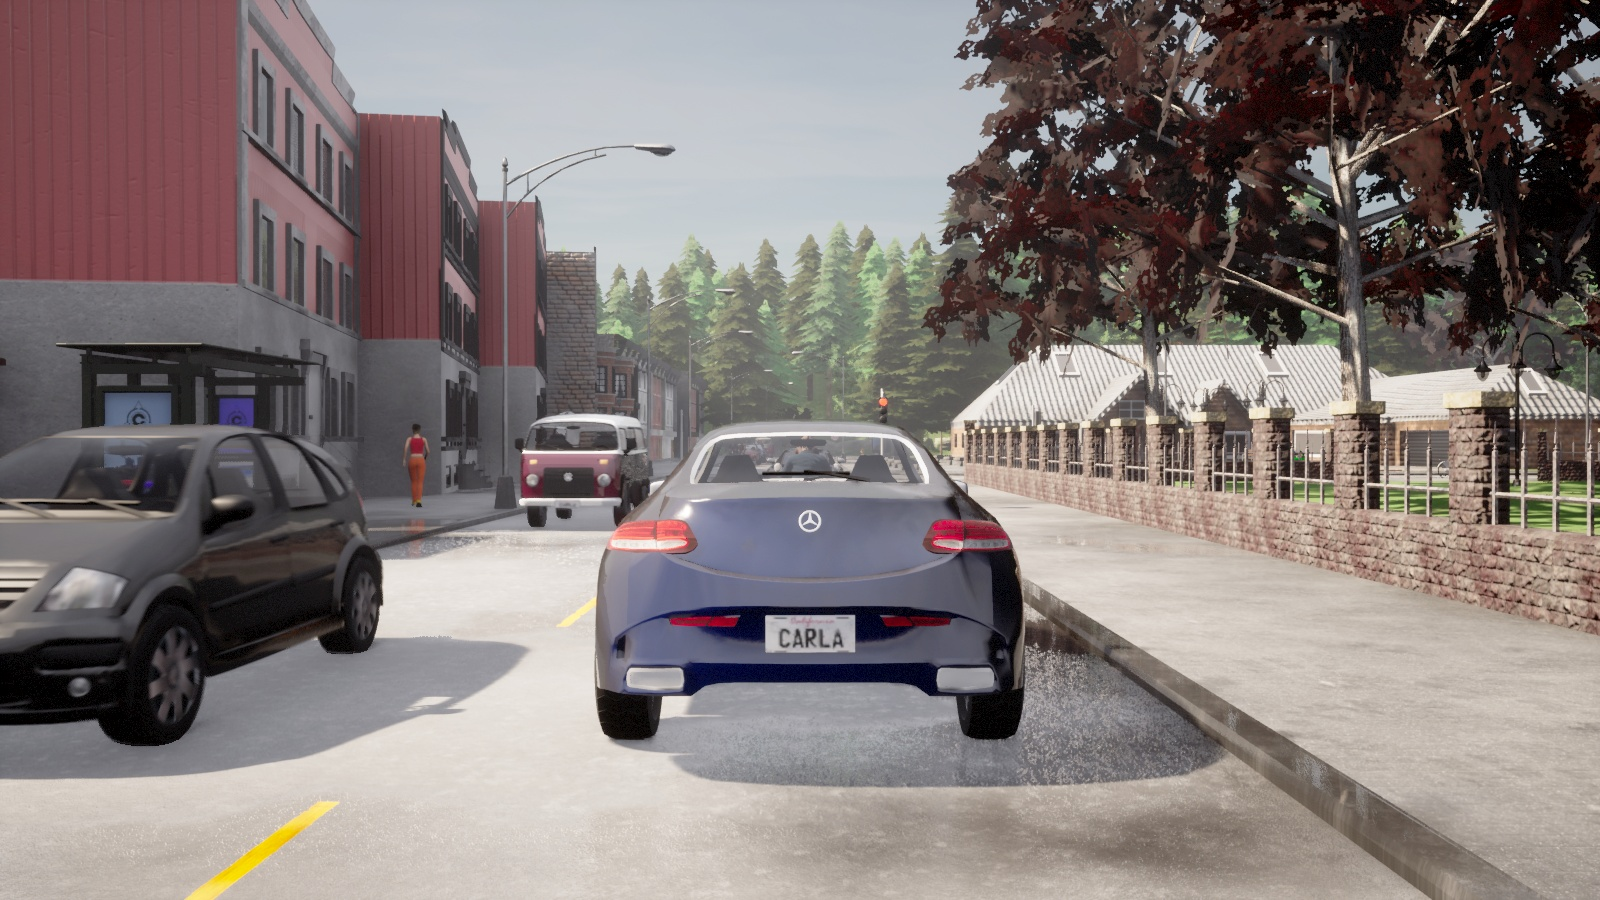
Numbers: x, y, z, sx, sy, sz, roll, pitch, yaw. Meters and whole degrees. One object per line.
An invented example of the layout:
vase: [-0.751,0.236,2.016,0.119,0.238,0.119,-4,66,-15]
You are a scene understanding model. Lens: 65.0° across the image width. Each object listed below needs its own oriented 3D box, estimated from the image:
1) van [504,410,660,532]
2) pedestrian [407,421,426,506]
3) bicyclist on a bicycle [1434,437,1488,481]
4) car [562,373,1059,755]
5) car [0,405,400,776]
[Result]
van: [-3.875,0.336,23.125,2.069,2.038,4.480,0,0,0]
pedestrian: [-8.386,0.294,27.471,0.345,1.836,0.594,0,0,-12]
bicyclist on a bicycle: [26.735,0.352,50.825,1.843,1.776,0.659,0,0,-1]
car: [0.053,0.480,7.945,2.152,1.651,5.027,0,0,0]
car: [-3.950,0.599,7.465,1.851,1.617,3.988,0,0,0]
